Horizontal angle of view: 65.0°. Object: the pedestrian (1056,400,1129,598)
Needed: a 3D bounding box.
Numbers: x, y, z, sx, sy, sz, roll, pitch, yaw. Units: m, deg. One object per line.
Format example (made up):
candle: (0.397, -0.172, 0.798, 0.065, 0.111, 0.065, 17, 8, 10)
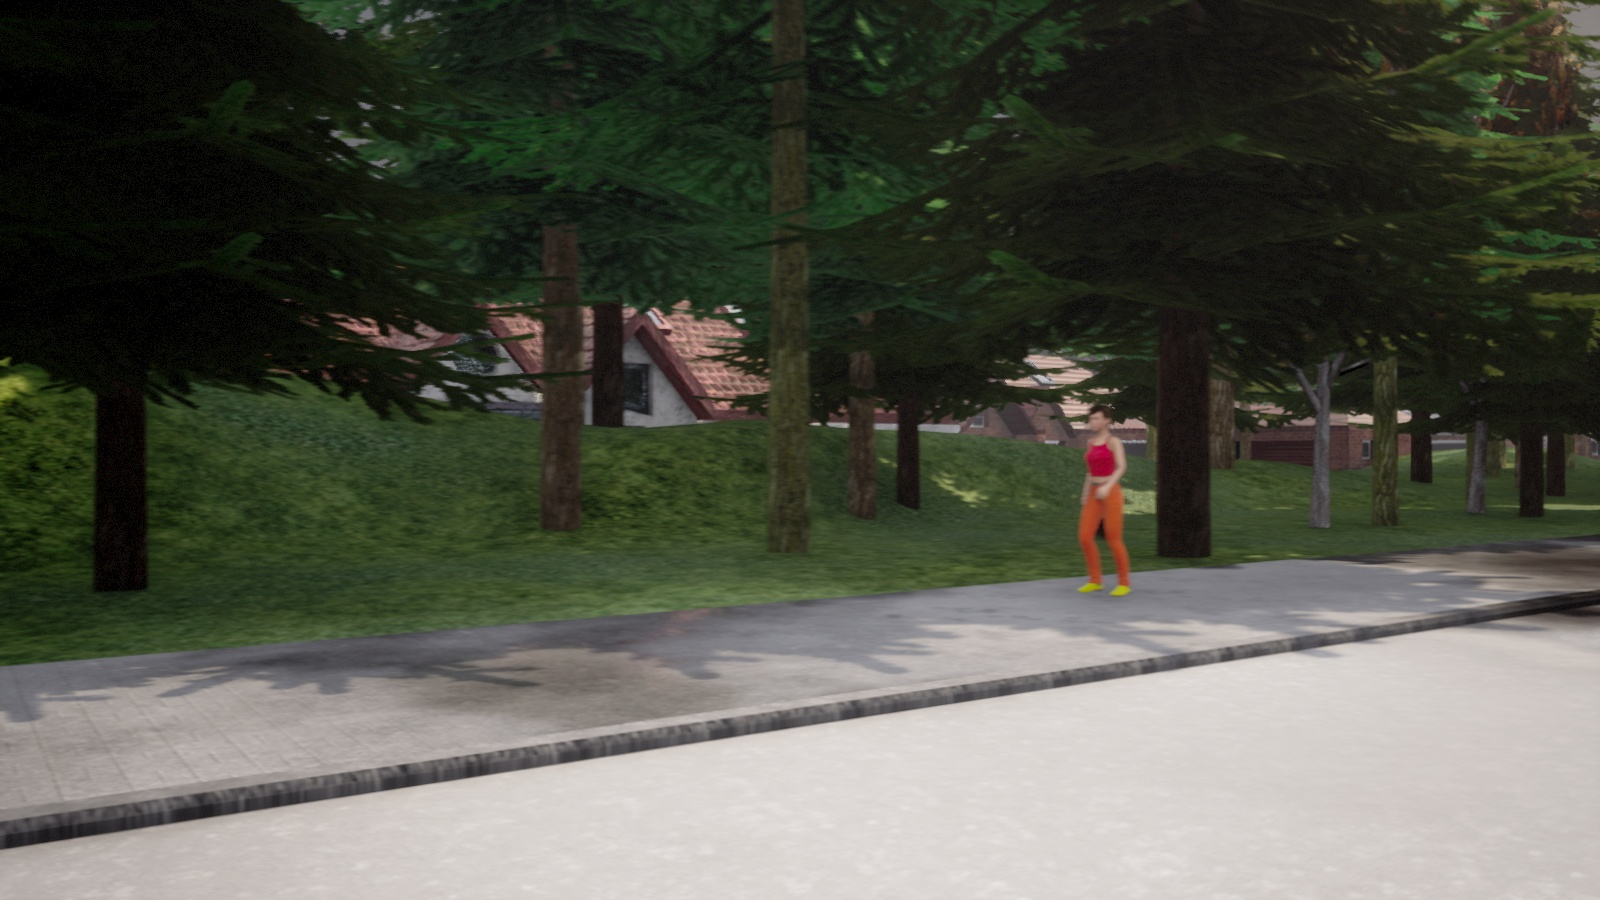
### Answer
pedestrian: (2.782, 0.453, 11.944, 0.594, 1.836, 0.345, 0, 0, -29)
